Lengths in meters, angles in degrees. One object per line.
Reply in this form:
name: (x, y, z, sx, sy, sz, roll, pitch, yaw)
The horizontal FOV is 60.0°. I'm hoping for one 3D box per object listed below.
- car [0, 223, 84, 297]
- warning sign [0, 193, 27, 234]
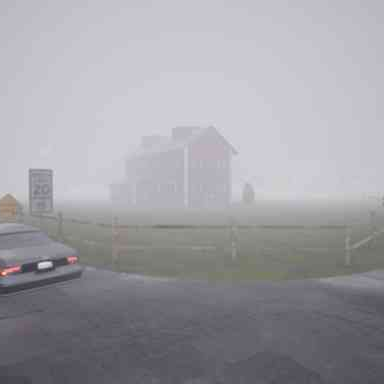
car: (-4.792, 1.491, 8.275, 5.357, 1.411, 2.033, 0, 1, 42)
warning sign: (-8.778, 0.998, 15.934, 1.060, 1.860, 1.300, 0, 1, 44)
